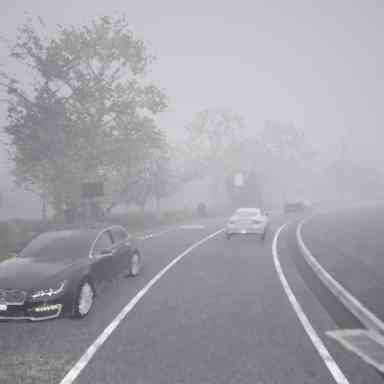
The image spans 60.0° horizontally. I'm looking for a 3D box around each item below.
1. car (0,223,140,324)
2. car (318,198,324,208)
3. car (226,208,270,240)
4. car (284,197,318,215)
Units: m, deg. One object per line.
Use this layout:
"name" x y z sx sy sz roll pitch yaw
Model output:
"car" -2.582 1.523 7.505 1.837 1.490 4.892 -1 0 8
"car" 16.164 1.485 45.106 4.892 1.490 1.837 -1 -3 -44
"car" 2.920 1.516 17.011 1.812 1.442 4.674 -2 0 16
"car" 10.740 1.395 33.314 1.882 1.535 5.008 -4 -1 33
